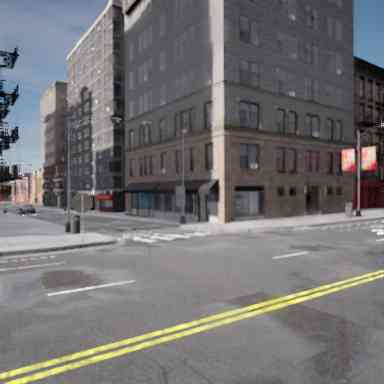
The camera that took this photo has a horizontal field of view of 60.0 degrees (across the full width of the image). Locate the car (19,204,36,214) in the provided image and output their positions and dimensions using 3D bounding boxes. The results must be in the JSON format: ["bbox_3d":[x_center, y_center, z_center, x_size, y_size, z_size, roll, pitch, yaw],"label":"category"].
[{"bbox_3d":[-26.097,2.712,52.700,1.837,1.490,4.892,0,-1,-35],"label":"car"}]
